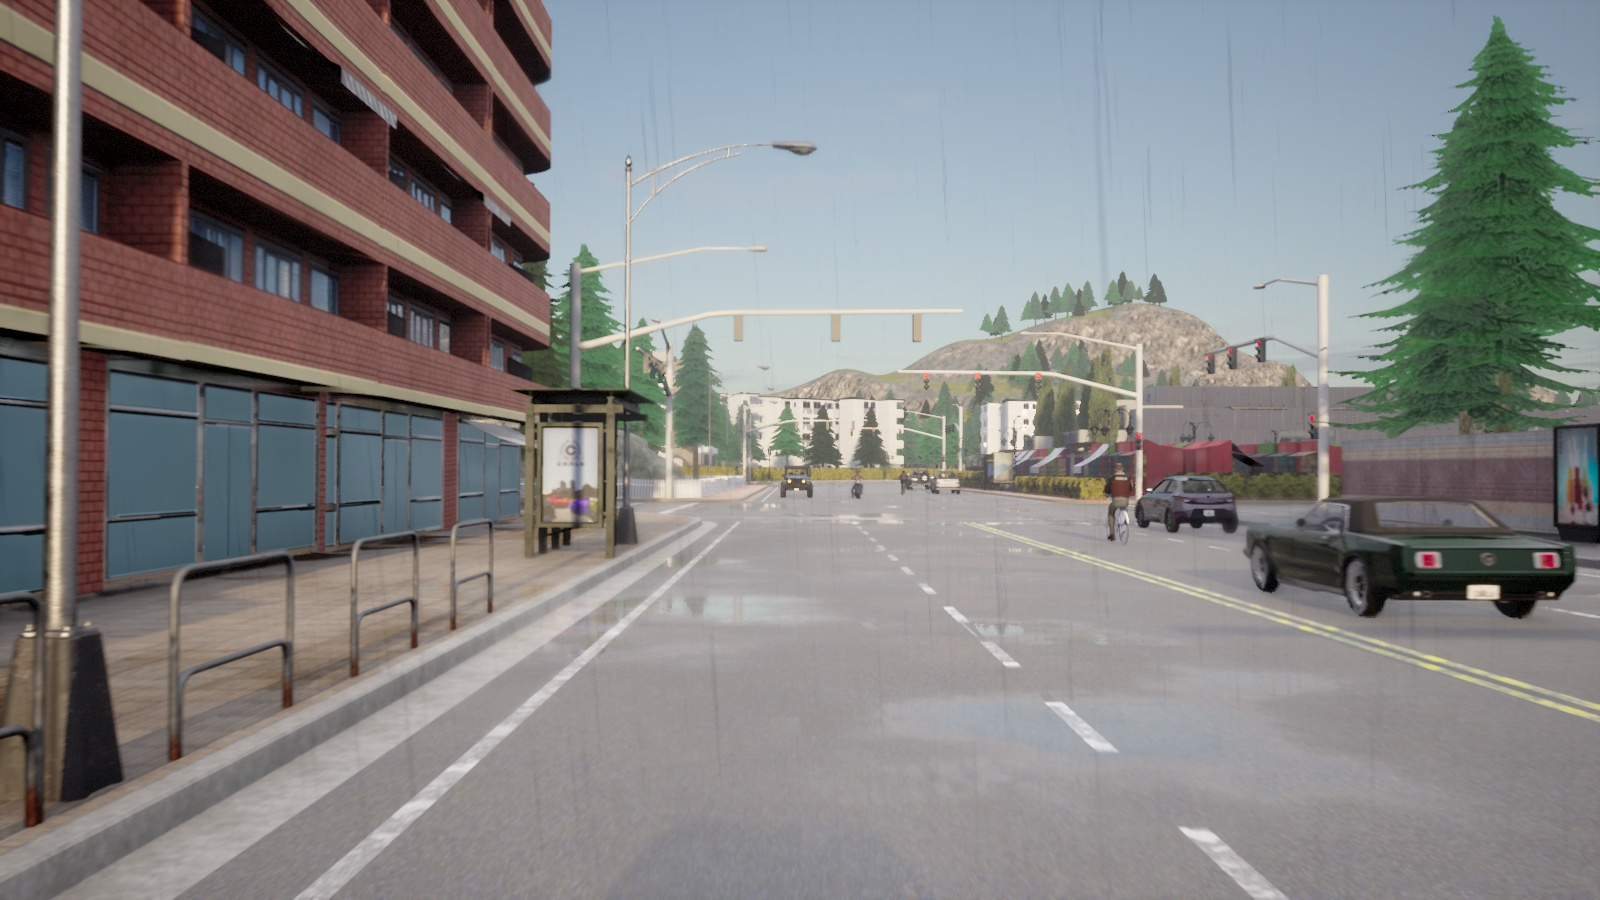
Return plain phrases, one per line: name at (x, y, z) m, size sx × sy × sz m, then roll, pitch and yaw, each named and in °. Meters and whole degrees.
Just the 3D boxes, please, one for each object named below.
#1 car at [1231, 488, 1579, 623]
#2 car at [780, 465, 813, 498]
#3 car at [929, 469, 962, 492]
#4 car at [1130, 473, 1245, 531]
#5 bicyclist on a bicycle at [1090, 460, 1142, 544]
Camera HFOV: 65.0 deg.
car at (6.952, 1.140, 15.108) m, size 1.895 × 1.301 × 4.718 m, roll 0°, pitch -1°, yaw 0°
car at (-0.187, 1.852, 74.095) m, size 1.905 × 1.878 × 3.866 m, roll 0°, pitch -1°, yaw 0°
car at (10.275, 2.163, 89.056) m, size 1.851 × 1.617 × 3.988 m, roll 0°, pitch -1°, yaw 0°
car at (10.414, 1.357, 34.069) m, size 1.816 × 1.474 × 4.193 m, roll 0°, pitch -1°, yaw 0°
bicyclist on a bicycle at (6.929, 1.119, 27.588) m, size 0.659 × 1.776 × 1.843 m, roll 0°, pitch -1°, yaw 0°
